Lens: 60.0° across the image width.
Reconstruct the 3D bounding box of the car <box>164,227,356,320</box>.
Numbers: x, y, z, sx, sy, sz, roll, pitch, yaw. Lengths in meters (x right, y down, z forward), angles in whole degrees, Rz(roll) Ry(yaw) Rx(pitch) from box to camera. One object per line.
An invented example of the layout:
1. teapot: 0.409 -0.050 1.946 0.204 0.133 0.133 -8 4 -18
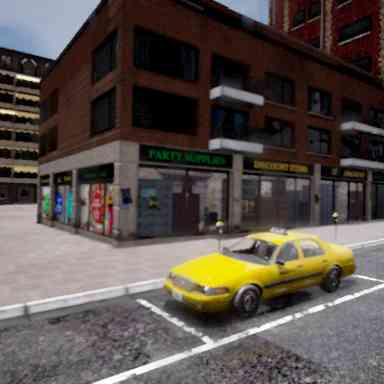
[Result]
1. car: 1.712 1.502 7.293 4.829 1.417 1.752 0 2 -35
